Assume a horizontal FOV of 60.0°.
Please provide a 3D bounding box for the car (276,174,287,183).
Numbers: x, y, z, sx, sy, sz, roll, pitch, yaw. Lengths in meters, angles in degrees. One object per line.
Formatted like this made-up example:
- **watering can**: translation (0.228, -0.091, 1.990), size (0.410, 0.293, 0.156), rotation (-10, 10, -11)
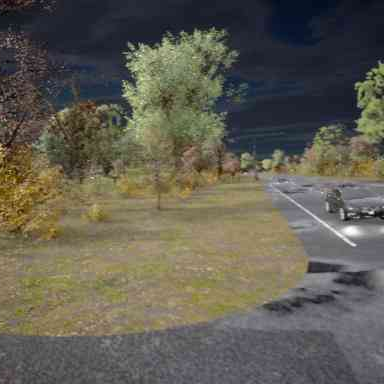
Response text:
- **car**: translation (16.585, -2.564, 61.876), size (1.837, 1.490, 4.892), rotation (-3, 4, 16)

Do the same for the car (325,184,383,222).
- **car**: translation (7.750, 0.432, 16.012), size (1.837, 1.490, 4.892), rotation (-3, 4, 10)
